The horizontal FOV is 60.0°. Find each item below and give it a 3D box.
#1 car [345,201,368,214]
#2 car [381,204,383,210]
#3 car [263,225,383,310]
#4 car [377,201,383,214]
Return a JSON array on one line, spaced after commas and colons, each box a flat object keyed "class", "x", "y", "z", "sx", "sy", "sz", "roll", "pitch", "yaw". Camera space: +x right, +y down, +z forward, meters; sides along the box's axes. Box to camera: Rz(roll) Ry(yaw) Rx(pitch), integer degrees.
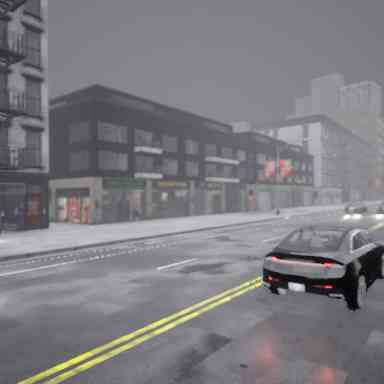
[{"class": "car", "x": 19.875, "y": 1.821, "z": 40.160, "sx": 2.128, "sy": 1.511, "sz": 4.902, "roll": -1, "pitch": -1, "yaw": 38}, {"class": "car", "x": 14.641, "y": 1.627, "z": 22.561, "sx": 2.128, "sy": 1.511, "sz": 4.902, "roll": -1, "pitch": -1, "yaw": 38}, {"class": "car", "x": 3.437, "y": 1.563, "z": 8.116, "sx": 2.128, "sy": 1.511, "sz": 4.902, "roll": -1, "pitch": -1, "yaw": 38}, {"class": "car", "x": 23.130, "y": 1.766, "z": 39.041, "sx": 2.128, "sy": 1.511, "sz": 4.902, "roll": -1, "pitch": -1, "yaw": 38}]
